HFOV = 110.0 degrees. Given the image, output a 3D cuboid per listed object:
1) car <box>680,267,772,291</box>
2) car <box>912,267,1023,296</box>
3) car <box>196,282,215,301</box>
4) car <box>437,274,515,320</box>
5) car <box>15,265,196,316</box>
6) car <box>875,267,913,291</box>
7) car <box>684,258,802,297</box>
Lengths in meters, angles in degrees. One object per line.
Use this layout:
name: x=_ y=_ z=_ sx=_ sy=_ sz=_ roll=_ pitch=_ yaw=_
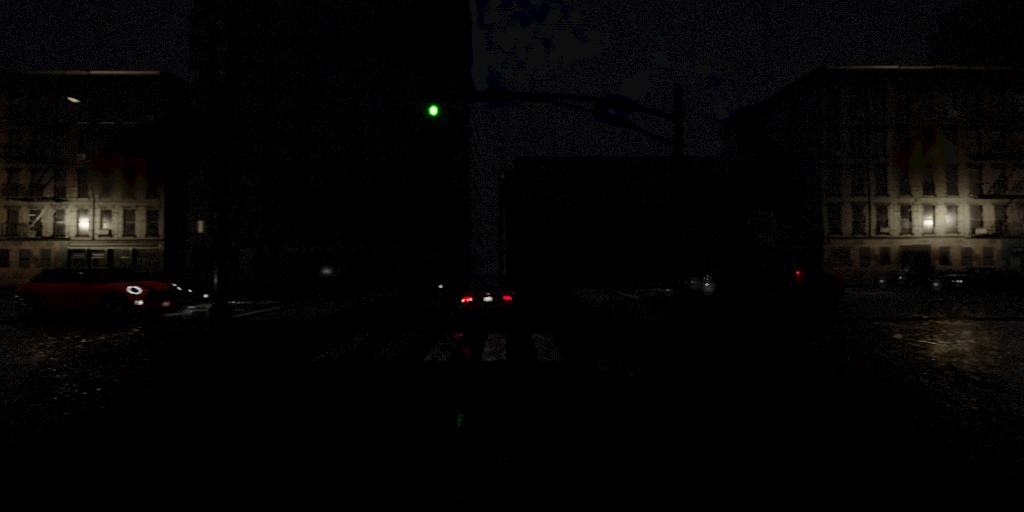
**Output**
car: x=13.781 y=1.478 z=23.316 sx=4.892 sy=1.490 sz=1.837 roll=0 pitch=-1 yaw=0
car: x=26.241 y=1.381 z=20.089 sx=4.902 sy=1.511 sz=2.128 roll=0 pitch=-1 yaw=0
car: x=-16.777 y=1.460 z=16.558 sx=5.357 sy=1.411 sz=2.033 roll=0 pitch=-1 yaw=0
car: x=-1.494 y=1.361 z=12.911 sx=2.033 sy=1.411 sz=5.357 roll=0 pitch=-1 yaw=-18
car: x=-15.059 y=1.203 z=13.317 sx=4.553 sy=1.767 sz=2.097 roll=0 pitch=-1 yaw=0
car: x=26.566 y=1.439 z=23.339 sx=4.902 sy=1.511 sz=2.128 roll=0 pitch=-1 yaw=0
car: x=12.950 y=1.138 z=20.056 sx=5.566 sy=2.045 sz=2.150 roll=0 pitch=-1 yaw=-1
